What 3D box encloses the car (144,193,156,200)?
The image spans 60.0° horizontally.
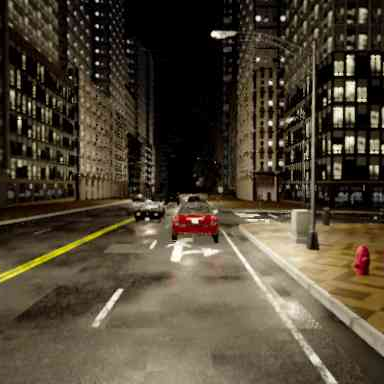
[{"bbox_3d":[-9.518,1.077,76.576,2.128,1.511,4.902,0,0,0],"label":"car"}]

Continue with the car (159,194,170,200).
[{"bbox_3d":[-6.268,1.098,76.567,2.033,1.411,5.357,0,0,0],"label":"car"}]

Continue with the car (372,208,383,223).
[{"bbox_3d":[15.994,1.722,25.037,4.403,1.369,2.008,1,1,-1],"label":"car"}]

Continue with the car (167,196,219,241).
[{"bbox_3d":[0.214,1.262,16.193,2.097,1.767,4.553,0,0,2],"label":"car"}]

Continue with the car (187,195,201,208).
[{"bbox_3d":[0.238,1.227,45.493,1.882,1.535,5.008,0,0,0],"label":"car"}]

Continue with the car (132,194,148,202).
[{"bbox_3d":[-9.577,1.189,60.758,2.033,1.411,5.357,0,0,1],"label":"car"}]

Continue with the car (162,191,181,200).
[{"bbox_3d":[-2.995,0.928,51.483,2.150,2.045,5.566,0,0,0],"label":"car"}]

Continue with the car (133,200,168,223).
[{"bbox_3d":[-3.066,1.546,25.138,1.895,1.301,4.718,1,1,0],"label":"car"}]

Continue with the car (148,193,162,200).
[{"bbox_3d":[-6.337,1.127,60.753,1.882,1.535,5.008,0,0,1],"label":"car"}]
